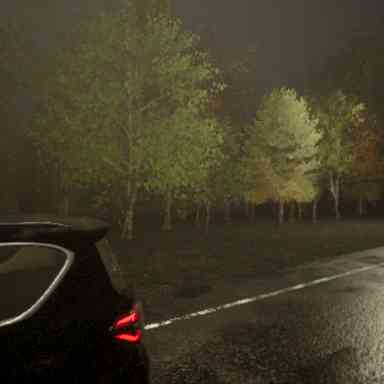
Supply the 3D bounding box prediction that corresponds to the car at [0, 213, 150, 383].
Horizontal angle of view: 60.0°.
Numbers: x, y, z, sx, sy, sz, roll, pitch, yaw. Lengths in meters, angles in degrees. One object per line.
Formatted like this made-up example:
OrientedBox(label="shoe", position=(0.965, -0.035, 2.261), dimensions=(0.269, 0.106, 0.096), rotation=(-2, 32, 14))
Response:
OrientedBox(label="car", position=(-2.951, 1.227, 1.888), dimensions=(5.566, 2.045, 2.150), rotation=(0, 0, -35))
